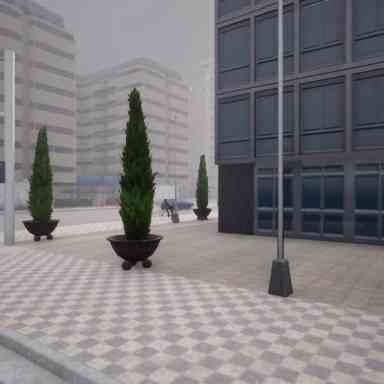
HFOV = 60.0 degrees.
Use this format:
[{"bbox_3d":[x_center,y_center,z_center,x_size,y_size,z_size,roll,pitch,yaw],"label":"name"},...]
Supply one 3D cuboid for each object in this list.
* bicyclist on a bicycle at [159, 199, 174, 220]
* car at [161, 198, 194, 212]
[{"bbox_3d":[-1.935,1.356,25.837,1.656,1.620,0.582,0,0,35],"label":"bicyclist on a bicycle"},{"bbox_3d":[-1.636,1.533,40.615,1.882,1.535,5.008,0,0,35],"label":"car"}]
